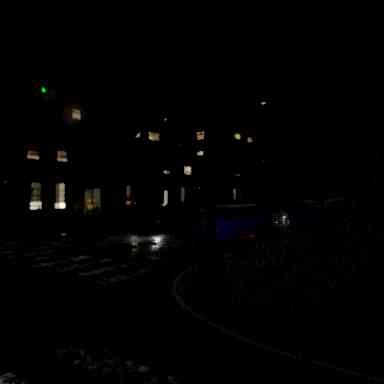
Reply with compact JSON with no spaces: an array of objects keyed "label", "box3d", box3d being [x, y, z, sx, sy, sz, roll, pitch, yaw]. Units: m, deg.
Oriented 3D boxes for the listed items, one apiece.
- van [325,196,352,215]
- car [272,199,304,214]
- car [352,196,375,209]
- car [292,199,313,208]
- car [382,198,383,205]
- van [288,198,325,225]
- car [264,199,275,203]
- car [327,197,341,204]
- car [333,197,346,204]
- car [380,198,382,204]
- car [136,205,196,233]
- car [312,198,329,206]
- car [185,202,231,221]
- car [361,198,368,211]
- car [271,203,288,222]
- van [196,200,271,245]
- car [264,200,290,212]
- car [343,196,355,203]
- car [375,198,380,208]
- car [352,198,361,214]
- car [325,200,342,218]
[{"label":"van","box3d":[14.819,1.529,34.139,1.690,1.788,3.998,0,0,35]},{"label":"car","box3d":[11.414,1.689,39.323,2.128,1.511,4.902,0,0,35]},{"label":"car","box3d":[24.344,1.559,47.693,2.192,1.841,5.009,0,0,35]},{"label":"car","box3d":[17.498,1.791,52.524,1.887,1.381,4.507,0,0,35]},{"label":"car","box3d":[37.044,1.873,65.761,1.887,1.381,4.507,0,0,35]},{"label":"van","box3d":[8.469,1.495,25.104,1.690,1.788,3.998,0,0,35]},{"label":"car","box3d":[7.973,1.631,38.973,1.967,1.590,4.097,0,0,35]},{"label":"car","box3d":[30.100,1.856,70.455,1.752,1.417,4.829,0,0,35]},{"label":"car","box3d":[33.372,1.920,75.112,1.947,1.339,4.313,0,0,35]},{"label":"car","box3d":[30.792,1.810,56.866,1.752,1.417,4.829,0,0,35]},{"label":"car","box3d":[-1.378,1.609,21.160,1.882,1.535,5.008,0,0,35]},{"label":"car","box3d":[23.848,1.832,61.559,1.887,1.381,4.507,0,0,35]},{"label":"car","box3d":[1.525,1.682,29.797,1.752,1.417,4.829,0,0,35]},{"label":"car","box3d":[21.169,1.790,43.173,1.947,1.339,4.313,0,0,35]},{"label":"car","box3d":[5.390,1.751,25.398,1.895,1.301,4.718,0,0,35]},{"label":"van","box3d":[2.119,1.465,16.068,1.690,1.788,3.998,0,0,35]},{"label":"car","box3d":[11.148,1.754,43.490,1.887,1.381,4.507,0,0,35]},{"label":"car","box3d":[39.723,1.841,84.147,1.967,1.590,4.097,0,0,35]},{"label":"car","box3d":[27.519,1.578,52.210,2.192,1.841,5.009,0,0,35]},{"label":"car","box3d":[18.092,1.732,38.795,1.752,1.417,4.829,0,0,35]},{"label":"car","box3d":[11.644,1.715,29.620,1.887,1.381,4.507,0,0,35]}]
